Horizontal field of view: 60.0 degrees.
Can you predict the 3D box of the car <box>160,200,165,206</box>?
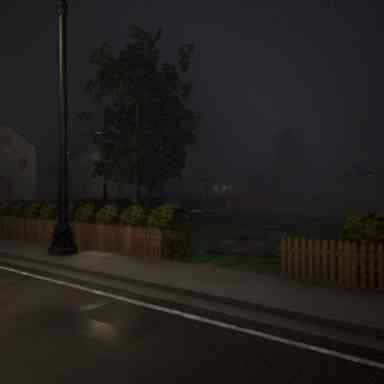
[{"bbox_3d":[-6.320,1.748,55.372,1.812,1.442,4.674,0,0,35],"label":"car"}]
